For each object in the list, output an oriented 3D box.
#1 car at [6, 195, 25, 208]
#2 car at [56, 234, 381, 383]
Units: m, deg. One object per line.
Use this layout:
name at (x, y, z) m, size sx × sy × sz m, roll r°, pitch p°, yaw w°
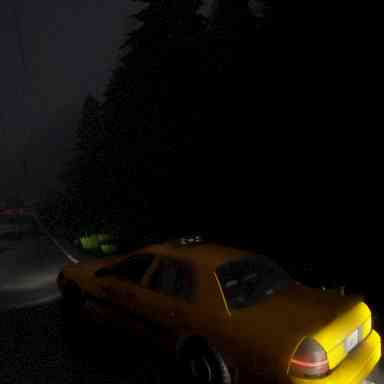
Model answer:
car at (-21.195, 1.060, 40.012) m, size 2.128 × 1.511 × 4.902 m, roll -2°, pitch 2°, yaw -27°
car at (-0.253, 1.418, 5.070) m, size 5.366 × 1.575 × 1.801 m, roll 1°, pitch 1°, yaw 44°
